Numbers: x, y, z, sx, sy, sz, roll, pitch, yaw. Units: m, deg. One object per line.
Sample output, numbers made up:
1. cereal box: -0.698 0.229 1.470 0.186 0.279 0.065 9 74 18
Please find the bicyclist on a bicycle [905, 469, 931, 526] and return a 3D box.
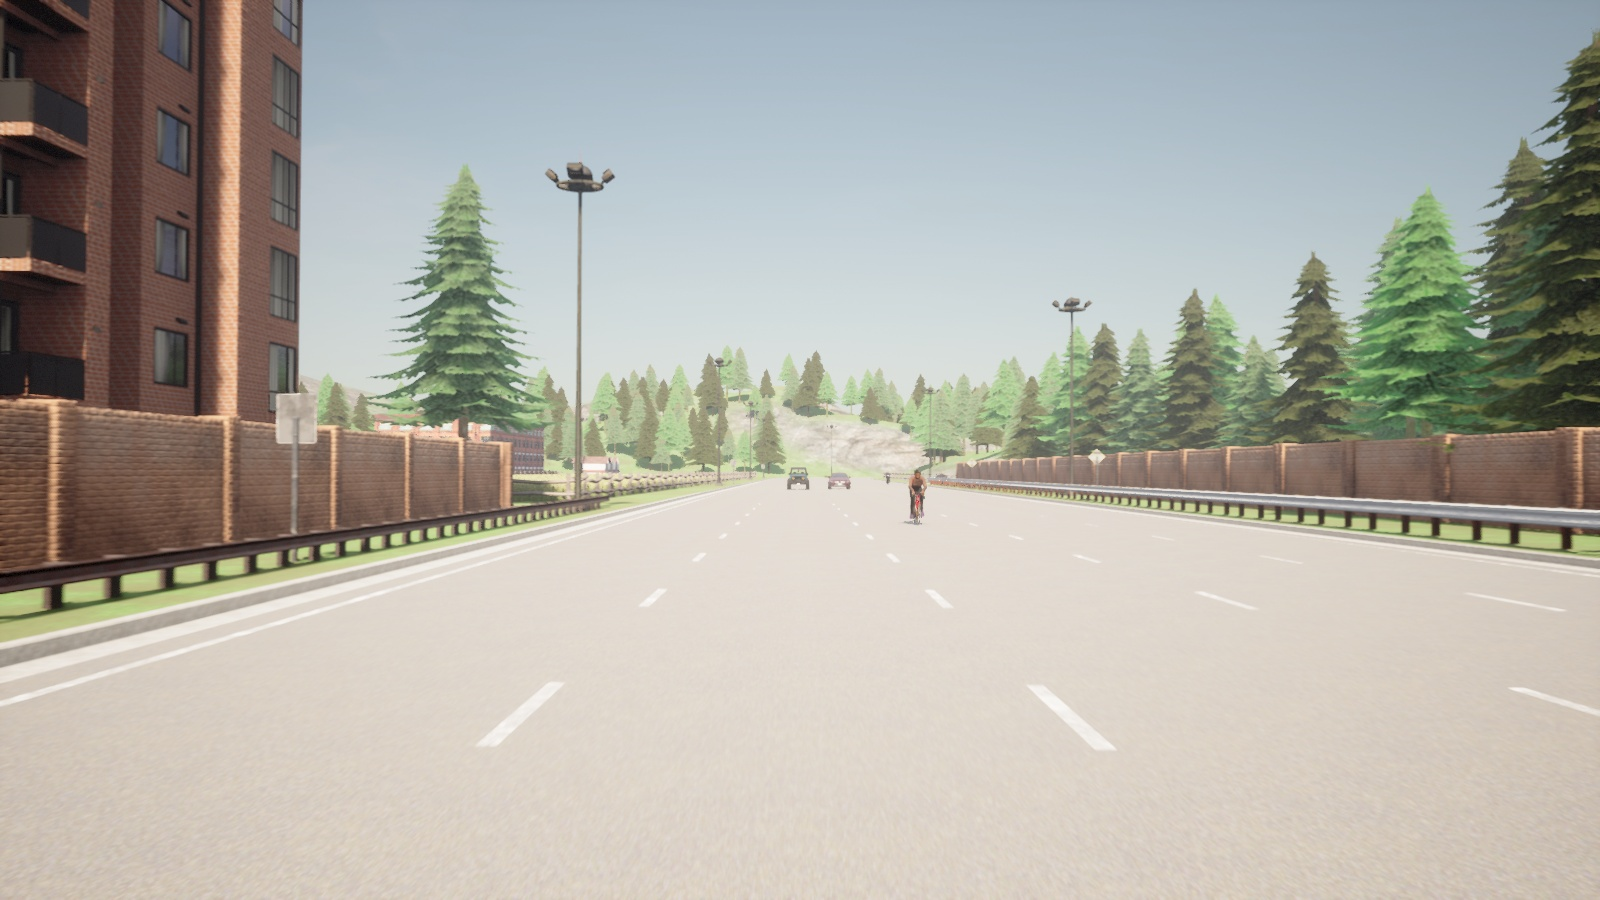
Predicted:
1. bicyclist on a bicycle: 3.411 1.366 36.485 0.582 1.620 1.656 0 -1 0
